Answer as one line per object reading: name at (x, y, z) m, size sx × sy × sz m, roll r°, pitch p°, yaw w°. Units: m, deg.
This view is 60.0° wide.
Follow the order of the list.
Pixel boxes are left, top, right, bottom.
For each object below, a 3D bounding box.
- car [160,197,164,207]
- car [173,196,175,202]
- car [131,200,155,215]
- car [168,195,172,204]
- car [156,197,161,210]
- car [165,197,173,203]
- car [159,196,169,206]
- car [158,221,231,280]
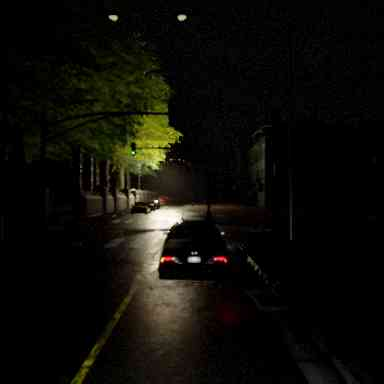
car at (-5.560, 1.790, 48.394) m, size 1.947 × 1.339 × 4.313 m, roll 1°, pitch 0°, yaw 0°
car at (-5.803, 1.897, 81.095) m, size 1.967 × 1.590 × 4.097 m, roll 1°, pitch 0°, yaw 0°
car at (-5.492, 1.708, 35.809) m, size 2.008 × 1.369 × 4.403 m, roll 1°, pitch 0°, yaw 0°
car at (-5.677, 1.644, 64.746) m, size 2.192 × 1.841 × 5.009 m, roll 1°, pitch 0°, yaw 0°
car at (-5.518, 1.745, 42.944) m, size 2.008 × 1.369 × 4.403 m, roll 1°, pitch 0°, yaw 0°
car at (-5.844, 2.029, 86.374) m, size 1.752 × 1.417 × 4.829 m, roll 1°, pitch -1°, yaw 0°
car at (-5.642, 1.873, 59.294) m, size 1.802 × 1.307 × 4.206 m, roll 1°, pitch 0°, yaw 0°
car at (0.046, 1.587, 10.025) m, size 2.033 × 1.411 × 5.357 m, roll 0°, pitch 0°, yaw 0°
